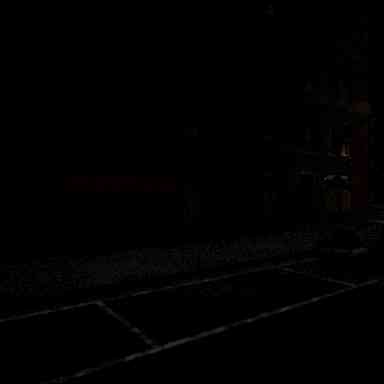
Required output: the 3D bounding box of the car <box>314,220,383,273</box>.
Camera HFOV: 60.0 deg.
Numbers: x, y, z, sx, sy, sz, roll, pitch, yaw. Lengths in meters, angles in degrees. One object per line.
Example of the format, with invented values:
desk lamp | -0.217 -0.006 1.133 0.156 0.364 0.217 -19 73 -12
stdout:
car | 5.666 1.569 10.577 4.206 1.307 1.802 0 0 -36
